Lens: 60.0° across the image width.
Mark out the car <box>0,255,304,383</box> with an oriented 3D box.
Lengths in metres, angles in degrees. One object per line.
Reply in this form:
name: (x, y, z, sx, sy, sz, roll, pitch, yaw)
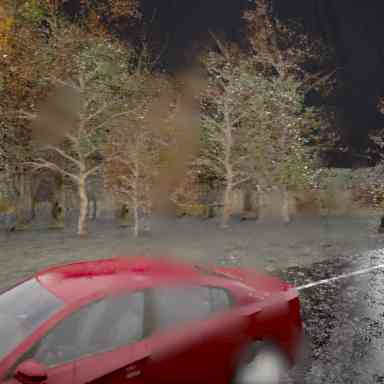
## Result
car: (-1.010, 1.479, 3.267, 5.008, 1.535, 1.882, 0, 0, -35)
